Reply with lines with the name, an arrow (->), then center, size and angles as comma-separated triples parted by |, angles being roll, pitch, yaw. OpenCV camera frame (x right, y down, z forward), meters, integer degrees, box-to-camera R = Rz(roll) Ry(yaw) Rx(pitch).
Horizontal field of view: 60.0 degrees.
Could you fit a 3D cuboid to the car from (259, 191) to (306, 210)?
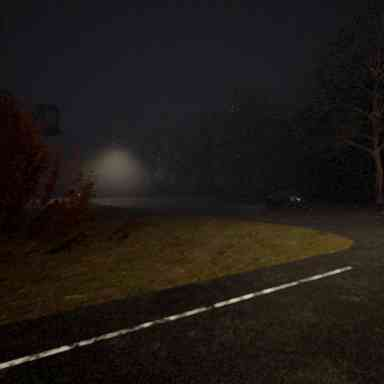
car -> 8.650, 0.713, 32.350 | 2.097, 1.767, 4.553 | -1, 1, -34
